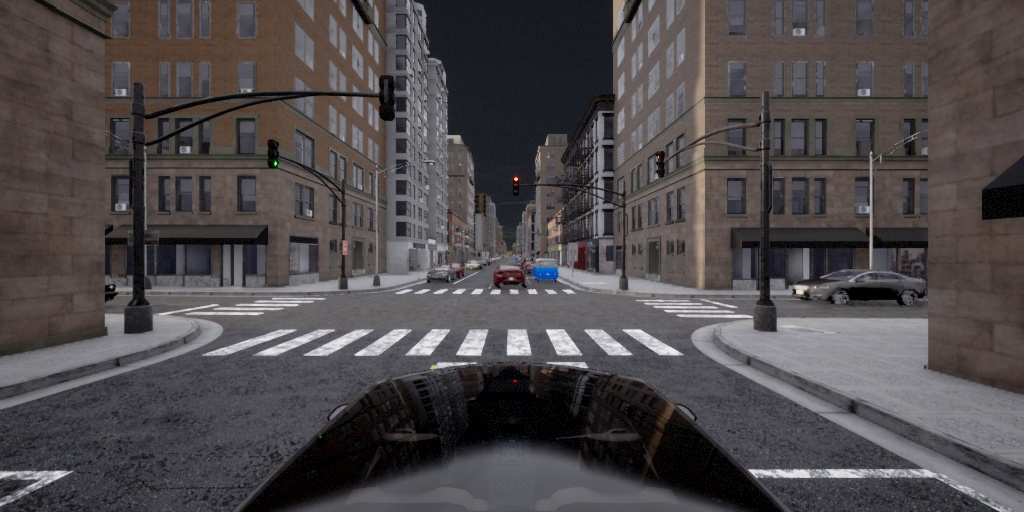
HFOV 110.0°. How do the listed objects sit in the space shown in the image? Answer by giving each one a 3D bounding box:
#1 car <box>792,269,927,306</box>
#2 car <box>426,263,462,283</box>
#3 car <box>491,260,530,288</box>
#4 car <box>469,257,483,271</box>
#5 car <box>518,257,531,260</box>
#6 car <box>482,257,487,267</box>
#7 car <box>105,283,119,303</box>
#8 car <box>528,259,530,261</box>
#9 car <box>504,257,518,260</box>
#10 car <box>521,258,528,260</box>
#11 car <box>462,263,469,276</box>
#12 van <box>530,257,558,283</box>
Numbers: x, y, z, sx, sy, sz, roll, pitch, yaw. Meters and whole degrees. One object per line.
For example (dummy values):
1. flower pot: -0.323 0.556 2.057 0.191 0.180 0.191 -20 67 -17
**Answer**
1. car: 15.145 1.342 15.800 4.902 1.511 2.128 0 0 0
2. car: -5.446 1.299 27.906 2.007 1.370 4.403 0 0 0
3. car: -0.220 1.226 23.947 1.882 1.535 5.008 -1 0 -4
4. car: -5.496 1.270 50.464 1.751 1.417 4.829 0 0 0
5. car: 2.516 1.055 56.340 2.192 1.841 5.009 0 0 0
6. car: -5.509 1.306 56.316 1.948 1.339 4.313 0 0 0
7. car: -17.228 1.254 12.730 4.718 1.301 1.895 0 0 -2
8. car: 2.554 1.330 39.295 1.802 1.307 4.207 0 0 0
9. car: -0.035 1.337 61.544 1.895 1.301 4.718 0 0 0
10. car: 2.528 1.326 50.658 1.802 1.307 4.207 0 0 0
11. car: -5.459 1.293 33.587 1.888 1.381 4.507 0 0 0
12. van: 2.579 1.090 27.932 1.690 1.789 3.998 0 0 0
